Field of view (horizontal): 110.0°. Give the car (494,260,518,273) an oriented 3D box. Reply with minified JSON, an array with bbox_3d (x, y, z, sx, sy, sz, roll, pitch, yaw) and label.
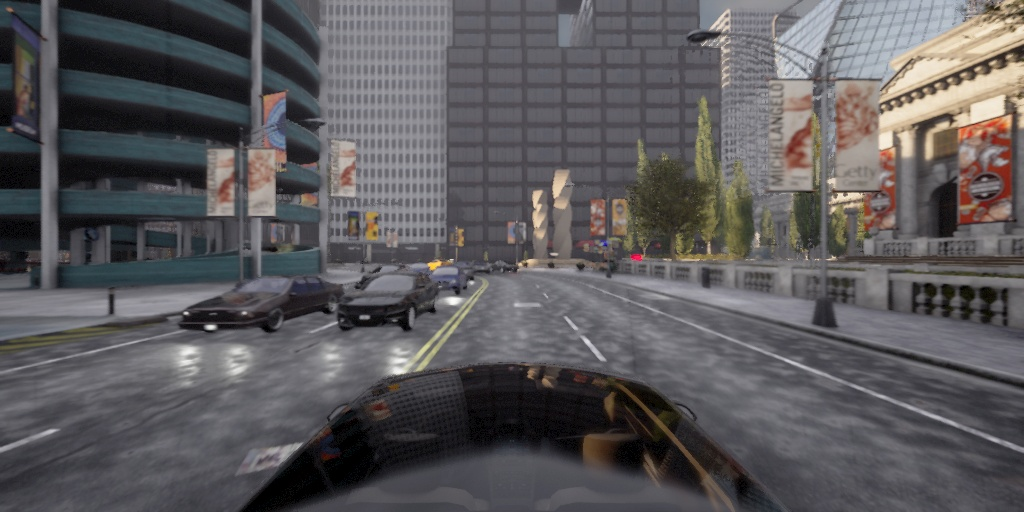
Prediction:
[{"bbox_3d":[-1.066,1.248,42.880,1.837,1.490,4.892,0,0,-29],"label":"car"}]

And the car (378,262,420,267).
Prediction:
[{"bbox_3d":[-7.094,1.225,20.937,1.882,1.535,5.008,0,0,0],"label":"car"}]

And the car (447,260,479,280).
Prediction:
[{"bbox_3d":[-4.271,1.237,30.634,2.128,1.511,4.902,0,0,-10],"label":"car"}]

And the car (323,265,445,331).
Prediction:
[{"bbox_3d":[-3.605,1.226,11.260,1.882,1.535,5.008,0,0,0],"label":"car"}]

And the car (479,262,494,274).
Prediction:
[{"bbox_3d":[-4.052,1.308,41.036,1.994,1.385,4.181,0,0,-25],"label":"car"}]

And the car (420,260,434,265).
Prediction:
[{"bbox_3d":[-7.976,1.272,31.170,1.812,1.442,4.674,0,0,-10],"label":"car"}]

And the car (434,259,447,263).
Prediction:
[{"bbox_3d":[-10.368,1.220,50.481,1.882,1.535,5.008,0,0,-42],"label":"car"}]

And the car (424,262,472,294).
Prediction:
[{"bbox_3d":[-3.611,1.273,20.293,1.812,1.442,4.674,0,0,0],"label":"car"}]

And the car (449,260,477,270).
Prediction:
[{"bbox_3d":[-7.148,1.307,52.147,1.994,1.385,4.181,0,0,-41],"label":"car"}]

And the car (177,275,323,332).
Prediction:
[{"bbox_3d":[-7.100,1.297,11.111,2.033,1.411,5.357,0,0,0],"label":"car"}]
